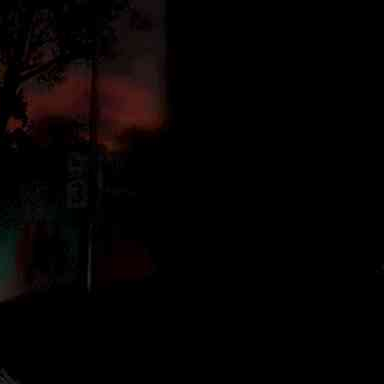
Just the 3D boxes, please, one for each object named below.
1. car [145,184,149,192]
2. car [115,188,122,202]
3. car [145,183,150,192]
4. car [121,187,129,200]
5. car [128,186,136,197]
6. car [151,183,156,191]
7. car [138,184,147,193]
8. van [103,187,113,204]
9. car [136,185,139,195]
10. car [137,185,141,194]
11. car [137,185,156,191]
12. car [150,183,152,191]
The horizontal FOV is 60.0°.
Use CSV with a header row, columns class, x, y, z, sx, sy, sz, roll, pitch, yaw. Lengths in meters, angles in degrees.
class,x,y,z,sx,sy,sz,roll,pitch,yaw
car,-12.211,-0.397,69.545,4.792,1.488,2.163,2,2,-21
car,-11.412,0.515,39.557,5.008,1.535,2.097,3,2,-22
car,-12.210,-0.645,72.559,4.553,1.767,2.185,2,2,-21
car,-11.343,0.452,42.628,5.366,1.575,1.946,3,1,-22
car,-11.929,0.150,51.496,5.366,1.575,1.946,2,2,-22
car,-12.433,-1.053,81.524,5.566,2.045,2.435,3,2,-21
car,-12.116,-0.288,66.557,4.674,1.452,2.002,2,2,-21
van,-11.201,0.353,36.610,4.442,1.987,1.878,3,1,-22
car,-12.006,0.052,54.495,5.366,1.575,1.946,2,2,-21
car,-11.899,-0.034,57.562,4.892,1.521,2.231,2,2,-21
car,-12.702,-1.137,93.541,4.792,1.488,2.163,3,2,-21
car,-12.272,-0.739,75.559,4.553,1.767,2.185,2,2,-21
